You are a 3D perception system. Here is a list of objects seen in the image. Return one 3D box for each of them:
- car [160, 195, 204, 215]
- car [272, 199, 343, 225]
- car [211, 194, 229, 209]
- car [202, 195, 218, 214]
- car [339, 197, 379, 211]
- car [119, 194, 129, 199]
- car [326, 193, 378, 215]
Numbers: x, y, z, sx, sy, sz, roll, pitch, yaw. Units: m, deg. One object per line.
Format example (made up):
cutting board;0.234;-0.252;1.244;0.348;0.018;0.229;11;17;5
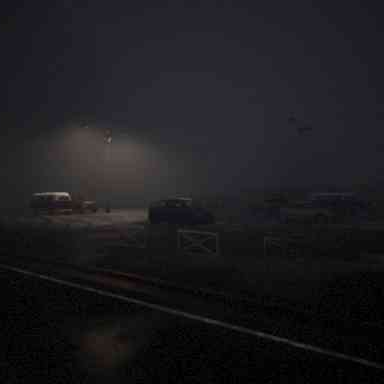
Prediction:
car;-1.107;1.407;36.020;3.806;1.475;1.970;0;0;36
car;7.791;1.399;22.523;3.806;1.475;1.970;0;0;36
car;2.108;1.165;40.579;4.605;1.855;1.932;0;0;36
car;0.583;1.375;38.370;3.905;1.438;1.784;0;0;36
car;19.321;1.367;38.612;3.905;1.438;1.784;0;0;36
car;-19.354;1.322;92.401;1.851;1.617;3.988;0;0;36
car;17.578;1.156;36.297;4.605;1.855;1.932;0;0;36
